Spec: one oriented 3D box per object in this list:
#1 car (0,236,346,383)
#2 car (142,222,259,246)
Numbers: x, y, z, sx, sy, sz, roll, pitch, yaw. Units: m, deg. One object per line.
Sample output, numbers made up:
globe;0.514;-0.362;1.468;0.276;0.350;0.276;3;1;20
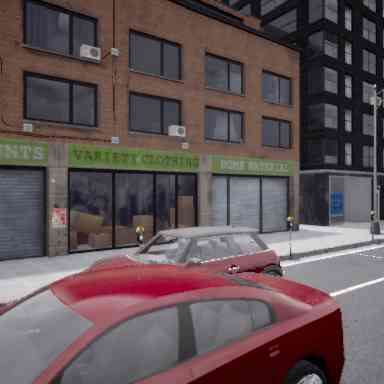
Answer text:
car;-0.697;1.477;2.881;5.008;1.535;1.882;0;0;-35
car;-0.174;1.440;6.401;4.097;1.590;1.967;0;0;-35
